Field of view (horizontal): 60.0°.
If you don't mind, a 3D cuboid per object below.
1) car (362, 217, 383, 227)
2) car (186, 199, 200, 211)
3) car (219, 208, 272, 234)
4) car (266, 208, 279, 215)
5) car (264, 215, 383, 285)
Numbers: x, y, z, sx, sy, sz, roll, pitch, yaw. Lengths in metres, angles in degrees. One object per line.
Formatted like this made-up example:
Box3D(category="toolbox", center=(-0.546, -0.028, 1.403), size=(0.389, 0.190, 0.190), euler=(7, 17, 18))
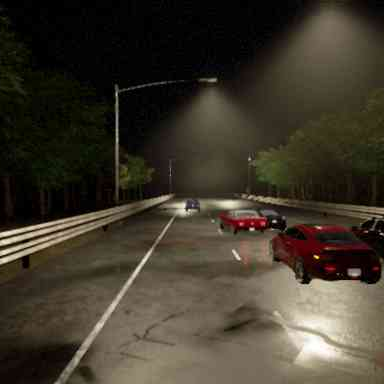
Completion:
Box3D(category="car", center=(7.108, 1.633, 11.868), size=(1.837, 1.490, 4.892), euler=(0, -1, 0))
Box3D(category="car", center=(0.118, 1.633, 41.599), size=(2.033, 1.411, 5.357), euler=(0, 0, 0))
Box3D(category="car", center=(3.023, 1.791, 20.662), size=(1.895, 1.301, 4.718), euler=(-1, 0, -8))
Box3D(category="car", center=(4.626, 1.775, 22.680), size=(1.994, 1.385, 4.181), euler=(1, 0, -15))
Box3D(category="car", center=(3.602, 1.632, 9.675), size=(1.812, 1.442, 4.674), euler=(0, 0, 0))
